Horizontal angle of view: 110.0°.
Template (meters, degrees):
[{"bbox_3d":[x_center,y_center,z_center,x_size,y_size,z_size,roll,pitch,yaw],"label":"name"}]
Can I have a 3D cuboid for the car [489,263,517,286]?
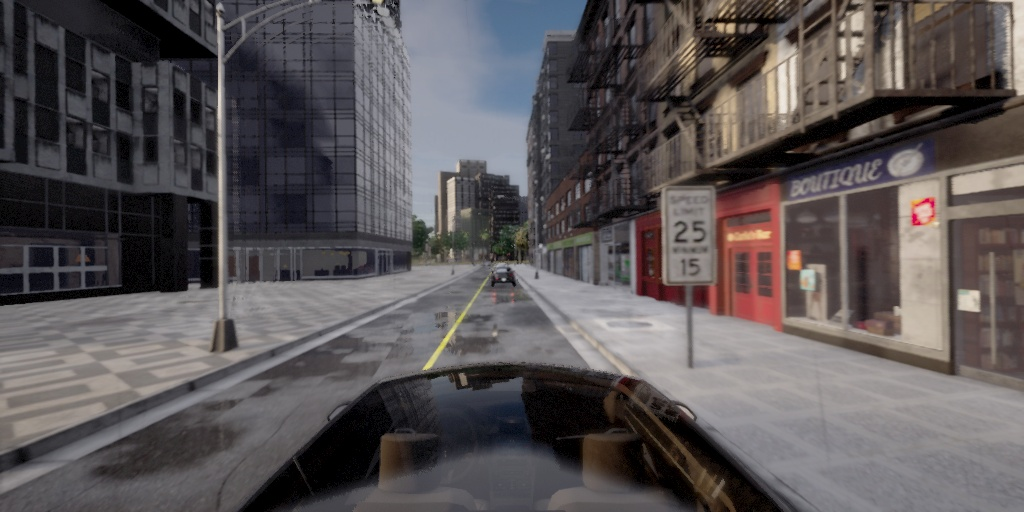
[{"bbox_3d":[-0.683,1.566,28.445,1.812,1.442,4.674,-1,-1,-2],"label":"car"}]
